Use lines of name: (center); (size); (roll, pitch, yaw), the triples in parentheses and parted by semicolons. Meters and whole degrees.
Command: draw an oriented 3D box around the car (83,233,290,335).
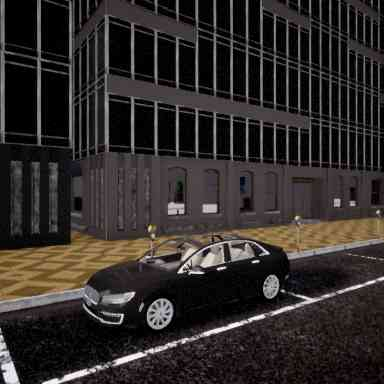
car: (0.113, 1.551, 6.639); (4.403, 1.369, 2.008); (0, 0, -35)
